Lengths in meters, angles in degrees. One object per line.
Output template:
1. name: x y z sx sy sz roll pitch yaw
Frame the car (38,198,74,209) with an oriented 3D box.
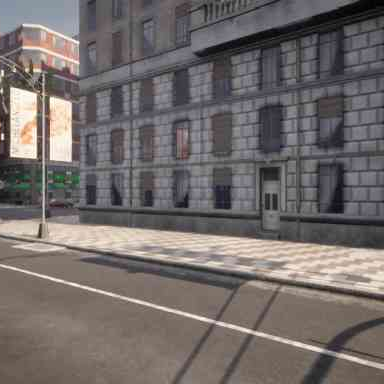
1. car: -18.065 1.526 44.377 1.812 1.442 4.674 0 0 36
